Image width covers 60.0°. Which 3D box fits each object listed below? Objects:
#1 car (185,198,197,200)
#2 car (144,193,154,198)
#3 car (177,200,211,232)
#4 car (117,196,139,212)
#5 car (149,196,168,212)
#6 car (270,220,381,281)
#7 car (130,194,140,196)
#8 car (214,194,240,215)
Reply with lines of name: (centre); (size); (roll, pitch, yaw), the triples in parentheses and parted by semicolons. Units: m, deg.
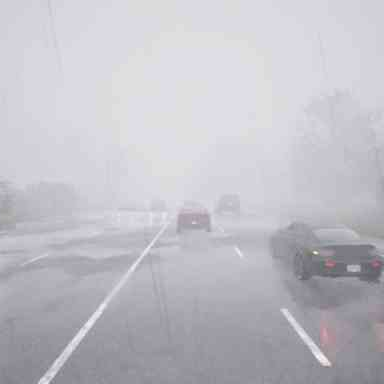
car: (-0.135, 1.485, 38.525); (1.882, 1.535, 5.008); (0, 0, -2)
car: (-10.177, 0.976, 79.582); (2.097, 1.767, 4.553); (0, 0, -18)
car: (0.103, 1.481, 20.132); (1.882, 1.535, 5.008); (0, 0, 0)
car: (-7.331, 1.532, 38.311); (1.812, 1.442, 4.674); (0, 0, -2)
car: (-3.864, 1.510, 39.023); (1.837, 1.490, 4.892); (0, 0, -2)
car: (3.603, 1.527, 9.702); (1.812, 1.442, 4.674); (0, 0, 0)
car: (-13.488, 1.091, 78.446); (1.882, 1.535, 5.008); (0, 0, -18)
car: (3.500, 1.228, 33.789); (2.150, 2.045, 5.566); (0, 0, -1)
